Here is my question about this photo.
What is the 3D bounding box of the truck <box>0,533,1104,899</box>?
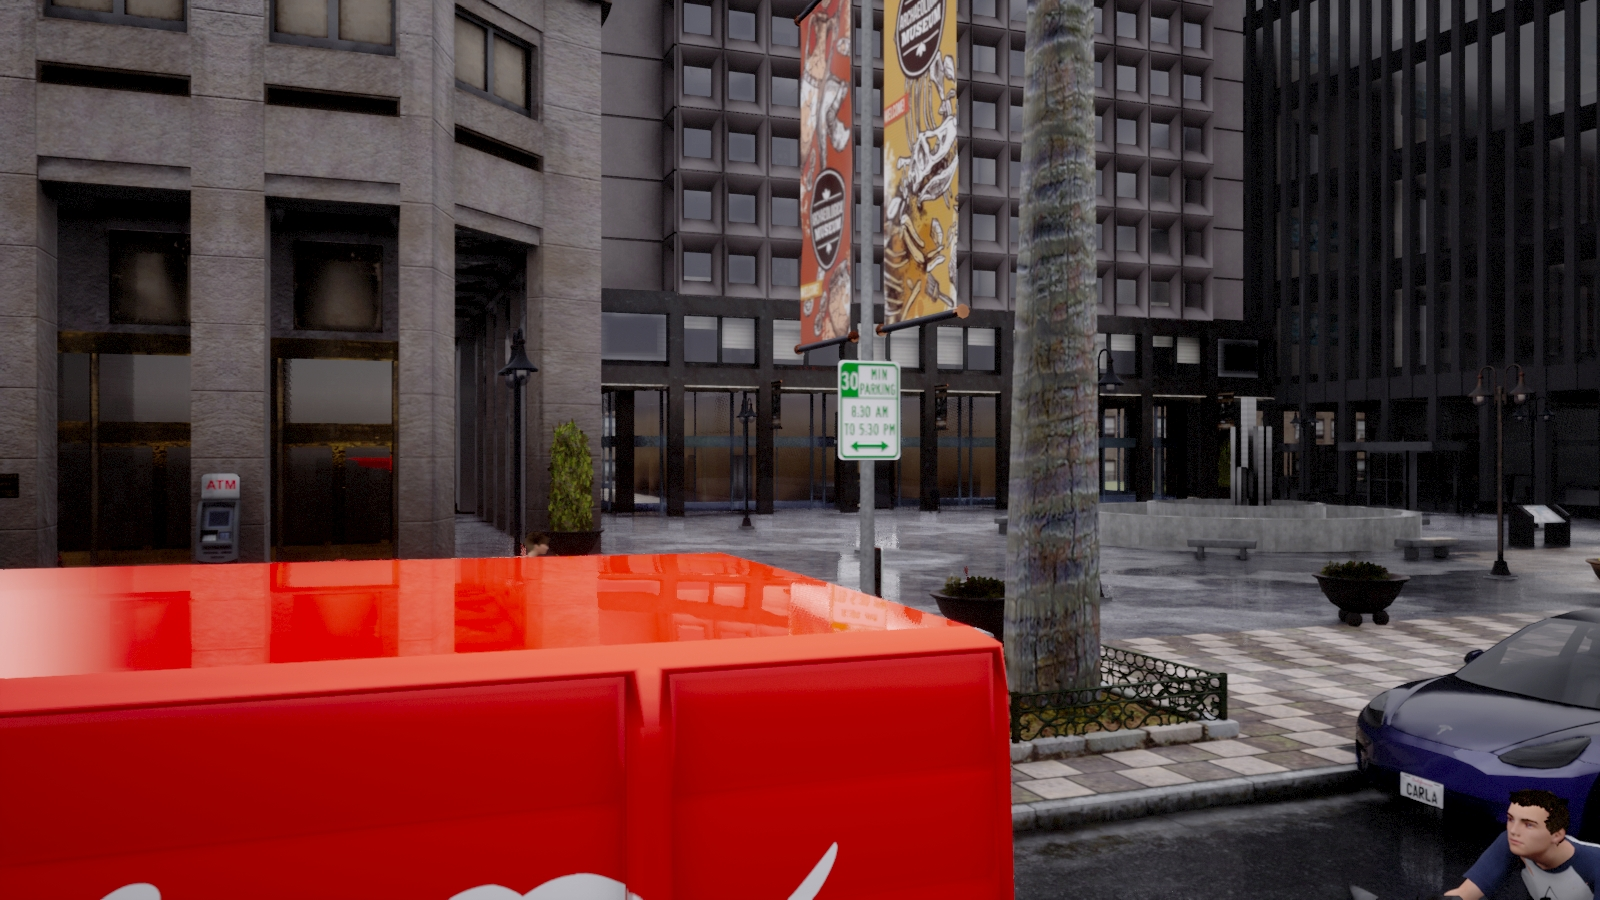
[{"bbox_3d":[-2.326,1.568,2.468,5.204,2.467,2.627,0,0,-20],"label":"truck"}]

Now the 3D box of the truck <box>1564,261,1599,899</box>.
[{"bbox_3d":[8.746,0.891,6.474,8.468,3.827,2.891,0,0,-20],"label":"truck"}]
